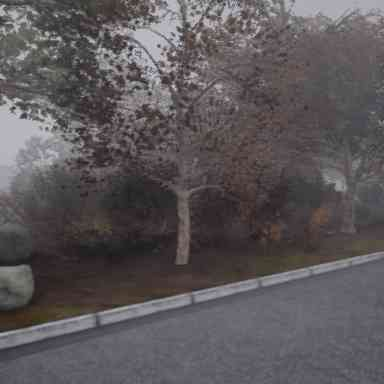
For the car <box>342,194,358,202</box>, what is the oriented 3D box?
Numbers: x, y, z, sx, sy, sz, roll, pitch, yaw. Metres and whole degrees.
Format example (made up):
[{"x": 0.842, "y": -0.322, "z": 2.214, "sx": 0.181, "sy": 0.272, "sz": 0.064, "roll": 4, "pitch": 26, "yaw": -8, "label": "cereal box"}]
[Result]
[{"x": 37.637, "y": 1.902, "z": 81.764, "sx": 2.097, "sy": 1.535, "sz": 5.008, "roll": 0, "pitch": 0, "yaw": -36, "label": "car"}]

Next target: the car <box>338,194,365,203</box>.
[{"x": 39.890, "y": 1.636, "z": 83.403, "sx": 2.435, "sy": 2.045, "sz": 5.566, "roll": 0, "pitch": 0, "yaw": -36, "label": "car"}]
